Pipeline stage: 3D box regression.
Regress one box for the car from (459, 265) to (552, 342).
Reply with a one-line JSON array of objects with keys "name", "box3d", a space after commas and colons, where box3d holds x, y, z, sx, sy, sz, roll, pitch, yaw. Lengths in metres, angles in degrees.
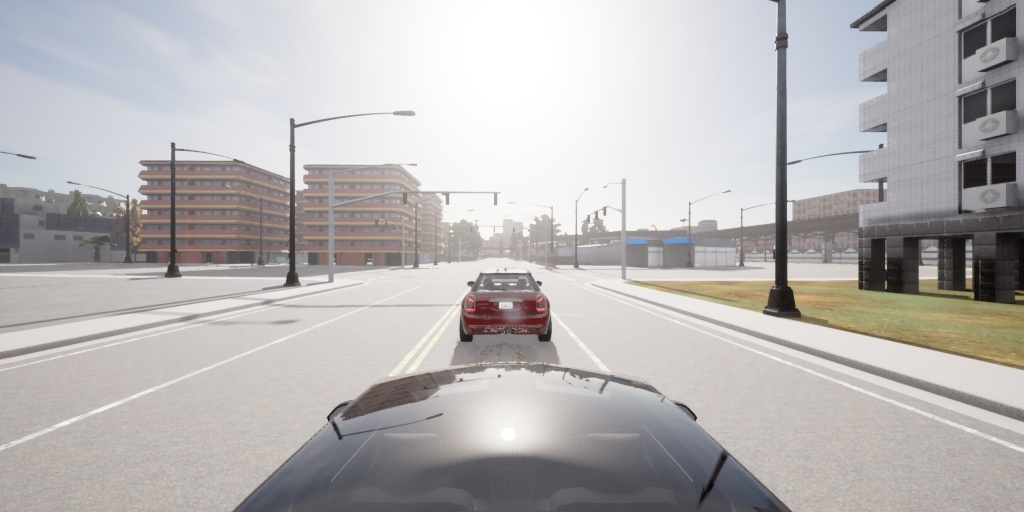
[{"name": "car", "box3d": [-0.196, 1.102, 9.965, 2.097, 1.767, 4.553, 0, 0, -2]}]
